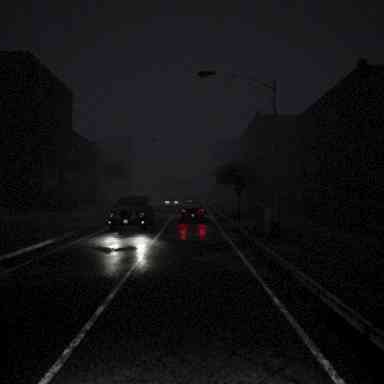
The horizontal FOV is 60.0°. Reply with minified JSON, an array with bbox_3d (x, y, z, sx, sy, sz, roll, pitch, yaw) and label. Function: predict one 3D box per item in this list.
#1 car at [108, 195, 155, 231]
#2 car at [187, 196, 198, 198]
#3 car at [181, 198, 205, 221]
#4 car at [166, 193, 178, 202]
[{"bbox_3d":[-3.614,1.222,20.856,2.150,2.045,5.566,0,0,0],"label":"car"},{"bbox_3d":[0.043,1.301,43.211,2.128,1.511,4.902,0,1,0],"label":"car"},{"bbox_3d":[0.064,1.501,26.595,1.812,1.442,4.674,0,1,0],"label":"car"},{"bbox_3d":[-3.727,0.922,62.066,1.882,1.535,5.008,0,1,-1],"label":"car"}]
